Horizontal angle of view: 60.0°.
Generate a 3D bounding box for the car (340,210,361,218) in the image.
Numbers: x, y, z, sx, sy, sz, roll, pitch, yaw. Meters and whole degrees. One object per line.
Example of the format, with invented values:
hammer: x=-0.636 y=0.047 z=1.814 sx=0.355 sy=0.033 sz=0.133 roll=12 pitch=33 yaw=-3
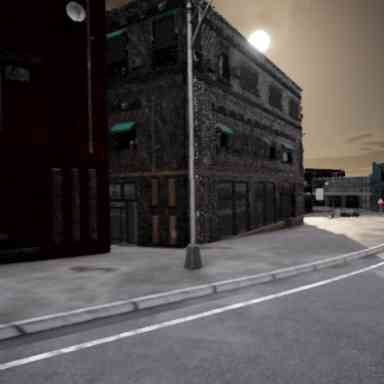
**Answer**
car: x=26.102 y=3.691 z=55.744 sx=2.033 sy=1.411 sz=5.357 roll=-1 pitch=-4 yaw=-2
